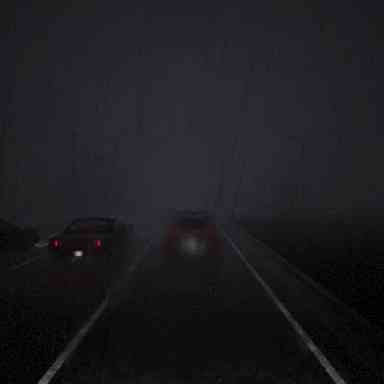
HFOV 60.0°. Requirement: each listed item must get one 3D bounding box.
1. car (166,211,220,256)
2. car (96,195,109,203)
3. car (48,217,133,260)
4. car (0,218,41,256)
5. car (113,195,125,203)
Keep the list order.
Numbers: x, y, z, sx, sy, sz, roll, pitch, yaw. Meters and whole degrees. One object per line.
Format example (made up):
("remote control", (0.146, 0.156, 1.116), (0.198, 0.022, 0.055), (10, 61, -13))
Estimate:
("car", (0.041, 1.489, 13.032), (2.128, 1.511, 4.902), (0, 0, 0))
("car", (-18.527, 1.461, 68.995), (1.882, 1.535, 5.008), (0, 0, 0))
("car", (-3.464, 1.598, 12.414), (1.895, 1.301, 4.718), (0, 0, 0))
("car", (-6.977, 1.545, 10.850), (2.033, 1.411, 5.357), (0, 0, 1))
("car", (-15.027, 1.339, 69.104), (2.097, 1.767, 4.553), (0, 0, 0))
